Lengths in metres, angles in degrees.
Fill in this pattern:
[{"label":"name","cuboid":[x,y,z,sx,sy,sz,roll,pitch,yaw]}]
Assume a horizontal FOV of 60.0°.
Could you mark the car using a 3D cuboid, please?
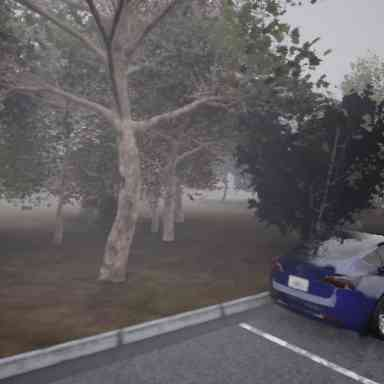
[{"label":"car","cuboid":[3.671,1.529,6.656,4.792,1.488,2.163,0,1,-33]}]
